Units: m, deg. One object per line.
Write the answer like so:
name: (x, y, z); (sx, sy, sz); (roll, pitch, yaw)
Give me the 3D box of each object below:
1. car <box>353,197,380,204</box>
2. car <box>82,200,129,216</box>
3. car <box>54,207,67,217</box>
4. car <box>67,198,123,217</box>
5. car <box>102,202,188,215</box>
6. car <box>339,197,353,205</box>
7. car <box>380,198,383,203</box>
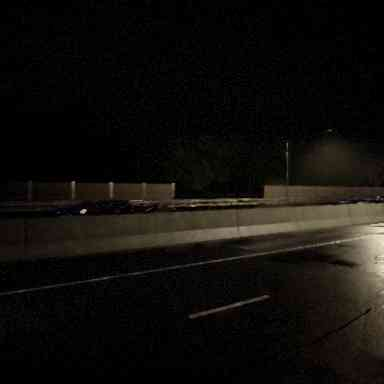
car: (26.293, 1.479, 48.765); (4.902, 1.511, 2.128); (0, 0, -35)
car: (-4.475, 1.521, 22.298); (4.892, 1.490, 1.837); (0, 0, -36)
car: (-8.832, 1.496, 27.788); (5.008, 1.535, 1.882); (0, 0, -36)
car: (-6.575, 1.369, 25.099); (4.553, 1.767, 2.097); (0, 0, -36)
car: (-2.409, 1.520, 19.471); (4.892, 1.490, 1.837); (0, 0, -36)
car: (24.888, 1.479, 52.050); (4.902, 1.511, 2.128); (0, 0, -35)
car: (28.416, 1.549, 45.986); (4.181, 1.385, 1.994); (0, 0, -36)
